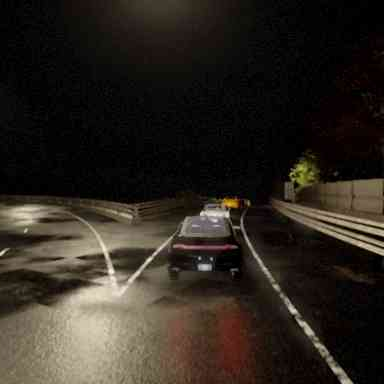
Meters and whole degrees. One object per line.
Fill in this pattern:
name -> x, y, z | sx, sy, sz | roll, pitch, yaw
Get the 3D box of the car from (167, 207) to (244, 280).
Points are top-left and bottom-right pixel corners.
car -> 0.431, 1.436, 9.778 | 2.128, 1.511, 4.902 | 0, 0, 3

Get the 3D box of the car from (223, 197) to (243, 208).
car -> 4.655, 1.278, 39.178 | 1.882, 1.535, 5.008 | 0, 0, 11

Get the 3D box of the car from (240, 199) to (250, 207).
car -> 11.395, 2.365, 71.134 | 1.882, 1.535, 5.008 | 0, -4, 14

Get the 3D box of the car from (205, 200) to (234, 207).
car -> 1.679, 1.471, 22.657 | 1.895, 1.301, 4.718 | 0, 0, 7

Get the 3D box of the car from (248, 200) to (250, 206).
car -> 9.243, 1.933, 61.056 | 1.895, 1.301, 4.718 | 0, -3, 10

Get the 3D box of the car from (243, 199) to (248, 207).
car -> 7.102, 1.470, 51.251 | 2.128, 1.511, 4.902 | 0, -2, 12
